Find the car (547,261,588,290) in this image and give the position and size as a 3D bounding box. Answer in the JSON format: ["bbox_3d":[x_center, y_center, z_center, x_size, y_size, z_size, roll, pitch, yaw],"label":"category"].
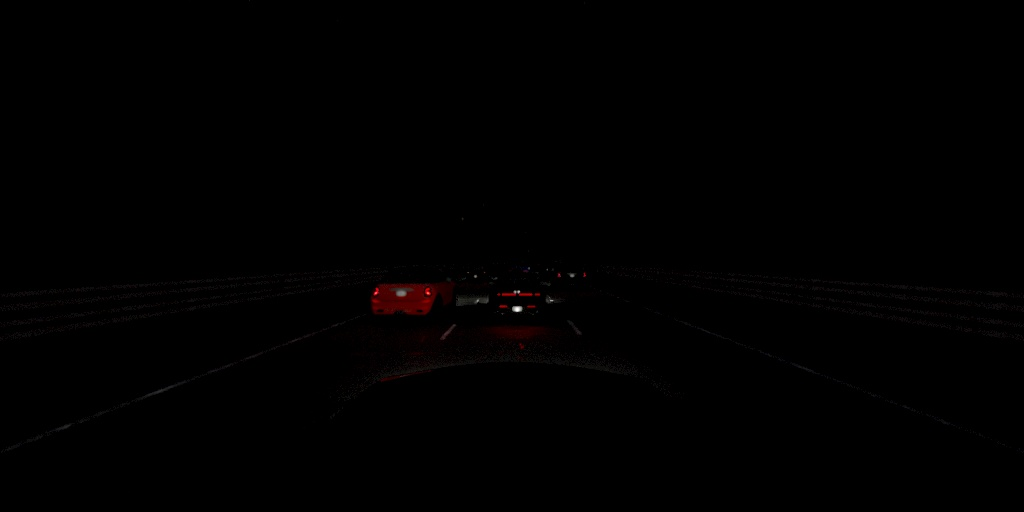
[{"bbox_3d":[3.780,1.261,24.343,2.097,1.767,4.553,0,0,1],"label":"car"}]

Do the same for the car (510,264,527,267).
[{"bbox_3d":[0.602,1.457,32.306,1.882,1.535,5.008,0,0,2],"label":"car"}]

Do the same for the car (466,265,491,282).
[{"bbox_3d":[-2.915,1.497,31.812,1.812,1.442,4.674,0,0,2],"label":"car"}]

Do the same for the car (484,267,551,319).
[{"bbox_3d":[0.187,1.327,13.141,1.837,1.490,4.892,0,0,1],"label":"car"}]

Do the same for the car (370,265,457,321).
[{"bbox_3d":[-3.315,1.168,12.938,2.097,1.767,4.553,0,0,1],"label":"car"}]

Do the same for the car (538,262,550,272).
[{"bbox_3d":[5.275,1.802,60.225,1.837,1.490,4.892,0,-1,3],"label":"car"}]

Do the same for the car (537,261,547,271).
[{"bbox_3d":[4.621,1.719,48.024,1.994,1.385,4.181,0,-1,3],"label":"car"}]
